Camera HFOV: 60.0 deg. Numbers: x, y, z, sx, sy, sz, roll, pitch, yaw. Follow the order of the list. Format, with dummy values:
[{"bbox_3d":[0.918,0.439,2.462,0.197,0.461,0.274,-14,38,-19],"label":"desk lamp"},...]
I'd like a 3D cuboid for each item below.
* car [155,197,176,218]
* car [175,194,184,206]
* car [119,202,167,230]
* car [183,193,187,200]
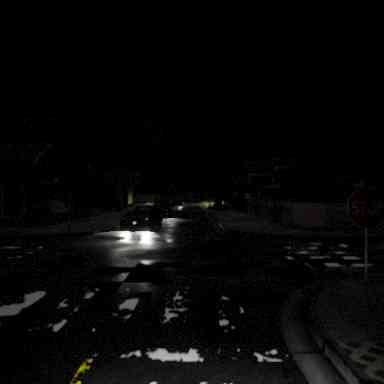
[{"bbox_3d":[-2.714,1.527,30.407,1.837,1.490,4.892,0,0,0],"label":"car"},{"bbox_3d":[-2.685,1.527,54.639,1.882,1.535,5.008,0,0,0],"label":"car"},{"bbox_3d":[-3.098,1.579,20.924,1.994,1.385,4.181,0,0,5],"label":"car"},{"bbox_3d":[-2.689,1.401,79.708,1.837,1.490,4.892,0,0,0],"label":"car"}]
